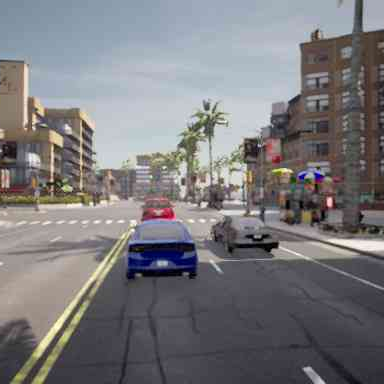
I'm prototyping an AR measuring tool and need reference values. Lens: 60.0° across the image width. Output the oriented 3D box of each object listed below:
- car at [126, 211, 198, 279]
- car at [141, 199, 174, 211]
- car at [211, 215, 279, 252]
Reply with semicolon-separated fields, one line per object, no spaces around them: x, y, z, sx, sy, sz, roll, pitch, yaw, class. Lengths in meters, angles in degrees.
-0.970;1.601;10.528;1.882;1.535;5.008;0;0;-6;car
-2.415;1.496;23.498;2.150;2.045;5.566;0;-1;-7;car
2.118;1.710;14.667;2.033;1.411;5.357;0;-1;-6;car
